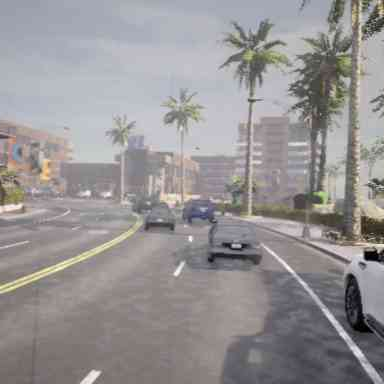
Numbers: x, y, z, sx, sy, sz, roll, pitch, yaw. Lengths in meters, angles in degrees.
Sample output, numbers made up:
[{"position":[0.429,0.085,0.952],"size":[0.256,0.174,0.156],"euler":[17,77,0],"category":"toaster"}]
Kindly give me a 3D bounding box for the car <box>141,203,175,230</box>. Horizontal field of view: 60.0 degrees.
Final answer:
[{"position":[-2.175,1.764,23.022],"size":[1.994,1.385,4.181],"euler":[2,-1,-4],"category":"car"}]

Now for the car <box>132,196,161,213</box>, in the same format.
[{"position":[-5.920,1.499,41.210],"size":[2.150,2.045,5.566],"euler":[3,-1,-19],"category":"car"}]

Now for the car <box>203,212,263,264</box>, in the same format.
[{"position":[1.520,1.768,12.904],"size":[2.033,1.411,5.357],"euler":[2,-1,3],"category":"car"}]

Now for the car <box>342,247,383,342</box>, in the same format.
[{"position":[3.606,1.411,3.999],"size":[2.150,2.045,5.566],"euler":[2,-1,10],"category":"car"}]

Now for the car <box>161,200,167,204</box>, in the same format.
[{"position":[-4.931,1.888,47.648],"size":[2.128,1.511,4.902],"euler":[3,-1,-24],"category":"car"}]

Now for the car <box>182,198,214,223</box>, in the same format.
[{"position":[0.500,1.609,29.632],"size":[2.150,2.045,5.566],"euler":[2,-1,-9],"category":"car"}]
